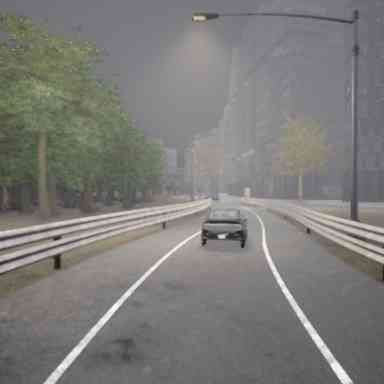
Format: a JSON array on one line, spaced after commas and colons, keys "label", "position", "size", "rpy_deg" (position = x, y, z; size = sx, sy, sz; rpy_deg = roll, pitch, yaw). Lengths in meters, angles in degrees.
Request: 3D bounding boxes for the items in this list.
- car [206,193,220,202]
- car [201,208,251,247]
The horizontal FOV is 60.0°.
[{"label": "car", "position": [4.629, 1.164, 74.159], "size": [2.150, 2.045, 5.566], "rpy_deg": [0, 0, -9]}, {"label": "car", "position": [1.586, 1.498, 15.187], "size": [2.128, 1.511, 4.902], "rpy_deg": [0, 0, 10]}]
